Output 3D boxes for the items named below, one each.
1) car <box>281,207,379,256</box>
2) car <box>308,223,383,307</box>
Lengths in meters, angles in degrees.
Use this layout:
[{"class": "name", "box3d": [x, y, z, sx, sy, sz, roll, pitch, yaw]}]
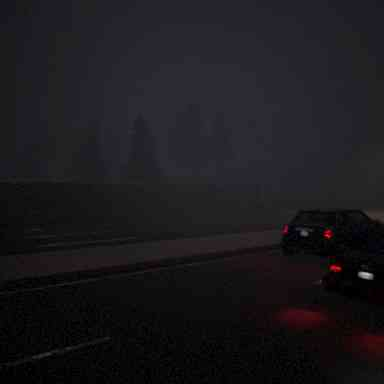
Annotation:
[{"class": "car", "box3d": [5.306, 1.352, 11.831, 4.553, 1.767, 2.097, 0, 0, -35]}, {"class": "car", "box3d": [5.156, 1.547, 7.423, 5.357, 1.411, 2.033, 0, 0, -35]}]
